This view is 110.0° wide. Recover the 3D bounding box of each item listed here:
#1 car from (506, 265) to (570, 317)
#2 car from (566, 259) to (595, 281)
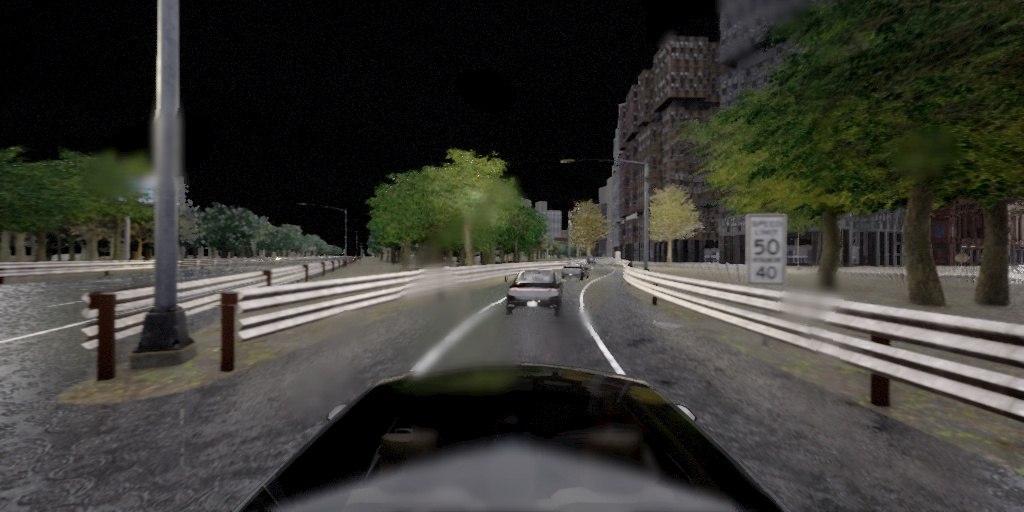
[{"bbox_3d":[0.985,1.257,13.340,2.128,1.511,4.902,0,0,9],"label":"car"},{"bbox_3d":[5.550,1.273,30.947,2.128,1.511,4.902,0,0,20],"label":"car"}]
